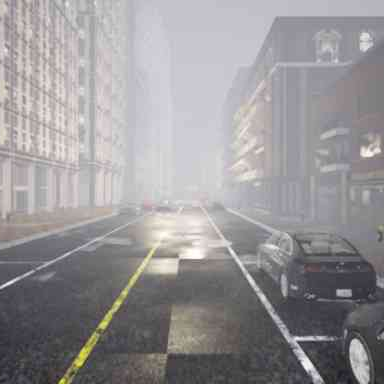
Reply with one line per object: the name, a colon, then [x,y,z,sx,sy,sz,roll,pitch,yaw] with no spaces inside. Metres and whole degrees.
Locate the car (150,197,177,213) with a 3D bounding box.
car: [-3.088,1.561,37.681,2.033,1.411,5.357,0,0,0]

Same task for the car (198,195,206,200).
car: [2.710,1.509,92.807,1.967,1.590,4.097,0,0,0]

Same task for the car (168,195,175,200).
car: [-5.670,1.594,92.639,1.752,1.417,4.829,0,0,0]

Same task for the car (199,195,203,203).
car: [2.705,1.560,64.734,1.752,1.417,4.829,0,0,0]

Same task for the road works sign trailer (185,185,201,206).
road works sign trailer: [0.012,0.490,54.628,2.380,3.560,2.880,0,0,0]

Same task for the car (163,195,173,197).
car: [-5.675,1.606,70.215,1.947,1.339,4.313,0,0,0]

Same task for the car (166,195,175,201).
car: [-5.672,1.501,87.161,1.967,1.590,4.097,0,0,0]

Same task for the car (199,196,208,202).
car: [2.708,1.604,81.511,2.008,1.369,4.403,0,0,0]

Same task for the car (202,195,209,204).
car: [2.701,1.457,41.971,1.967,1.590,4.097,0,0,0]

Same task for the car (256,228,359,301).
car: [2.694,1.552,8.079,2.008,1.369,4.403,0,0,0]

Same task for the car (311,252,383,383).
car: [2.693,1.551,2.431,2.008,1.369,4.403,0,0,0]

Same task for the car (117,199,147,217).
car: [-5.682,1.561,30.675,2.008,1.369,4.403,0,0,0]

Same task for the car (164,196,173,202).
car: [-5.672,1.604,81.511,2.008,1.369,4.403,0,0,0]

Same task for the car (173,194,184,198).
car: [-2.983,1.189,79.085,1.812,1.442,4.674,0,0,0]

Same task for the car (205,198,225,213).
car: [2.699,1.595,36.322,1.802,1.307,4.206,0,0,0]

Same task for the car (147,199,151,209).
car: [-5.680,1.562,41.973,1.887,1.381,4.507,0,0,0]
